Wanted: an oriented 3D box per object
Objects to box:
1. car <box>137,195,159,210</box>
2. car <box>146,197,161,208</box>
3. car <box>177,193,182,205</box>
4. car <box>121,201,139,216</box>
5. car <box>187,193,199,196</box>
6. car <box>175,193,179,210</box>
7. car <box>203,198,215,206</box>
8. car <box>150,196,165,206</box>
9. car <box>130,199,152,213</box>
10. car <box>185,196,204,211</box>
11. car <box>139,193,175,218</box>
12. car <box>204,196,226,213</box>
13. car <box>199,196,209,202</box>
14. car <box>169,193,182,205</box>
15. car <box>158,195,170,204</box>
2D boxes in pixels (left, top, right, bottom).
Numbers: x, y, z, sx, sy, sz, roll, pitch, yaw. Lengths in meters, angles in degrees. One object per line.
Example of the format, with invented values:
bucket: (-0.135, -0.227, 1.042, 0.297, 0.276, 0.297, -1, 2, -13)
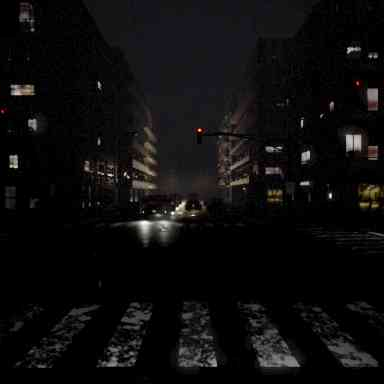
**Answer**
car: (-5.635, 1.326, 43.513, 2.192, 1.841, 5.009, 0, 0, 0)
car: (-5.627, 1.539, 49.026, 1.752, 1.417, 4.829, 0, 0, 0)
car: (-3.024, 1.366, 49.931, 2.097, 1.767, 4.553, 0, 0, 0)
car: (-5.648, 1.572, 32.148, 1.947, 1.339, 4.313, 0, 0, 0)
car: (0.189, 1.248, 66.974, 2.150, 2.045, 5.566, 0, 0, 0)
car: (-3.045, 1.361, 40.032, 2.097, 1.767, 4.553, 0, 0, 0)
car: (2.761, 1.598, 54.870, 1.802, 1.307, 4.206, 0, 0, 0)
car: (-5.620, 1.457, 54.878, 1.967, 1.590, 4.097, 0, 0, 0)
car: (-5.642, 1.533, 37.661, 1.752, 1.417, 4.829, 0, 0, 0)
car: (0.157, 1.573, 41.494, 1.994, 1.385, 4.181, 0, 0, 0)
car: (-3.079, 1.227, 30.120, 2.150, 2.045, 5.566, 0, 0, 1)
car: (2.738, 1.448, 37.822, 1.967, 1.590, 4.097, 0, 0, 0)
car: (2.789, 1.584, 77.599, 2.008, 1.369, 4.403, 0, 0, 0)
car: (-2.964, 1.242, 60.490, 2.150, 2.045, 5.566, 0, 0, 1)
car: (-5.605, 1.464, 66.244, 1.967, 1.590, 4.097, 0, 0, 0)
